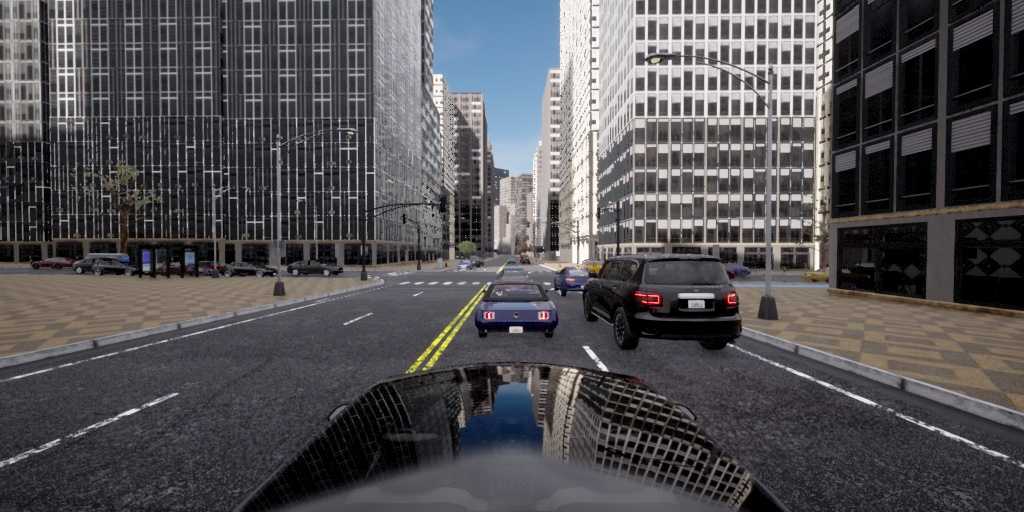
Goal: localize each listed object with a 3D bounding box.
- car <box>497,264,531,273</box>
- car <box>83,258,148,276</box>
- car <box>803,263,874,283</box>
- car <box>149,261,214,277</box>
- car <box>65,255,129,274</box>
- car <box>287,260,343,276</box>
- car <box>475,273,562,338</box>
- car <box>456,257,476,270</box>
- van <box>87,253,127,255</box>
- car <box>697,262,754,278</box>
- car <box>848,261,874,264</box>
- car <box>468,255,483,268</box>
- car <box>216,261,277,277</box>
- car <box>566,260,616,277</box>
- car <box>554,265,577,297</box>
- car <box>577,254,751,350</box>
[{"bbox_3d":[0.084,1.305,18.903,1.994,1.385,4.181,0,0,0],"label":"car"},{"bbox_3d":[-34.127,1.069,31.437,4.313,1.339,1.948,0,0,1],"label":"car"},{"bbox_3d":[27.612,1.579,30.471,4.829,1.417,1.751,0,0,1],"label":"car"},{"bbox_3d":[-28.447,1.138,31.270,4.207,1.307,1.802,0,0,1],"label":"car"},{"bbox_3d":[-38.791,0.923,34.165,4.892,1.490,1.837,1,1,1],"label":"car"},{"bbox_3d":[-18.472,1.108,33.765,4.892,1.490,1.837,1,1,1],"label":"car"},{"bbox_3d":[0.093,1.347,10.166,1.895,1.301,4.718,0,0,0],"label":"car"},{"bbox_3d":[-6.641,1.241,51.190,1.812,1.442,4.674,0,0,-2],"label":"car"},{"bbox_3d":[-45.328,0.605,40.086,3.998,1.789,1.690,0,0,1],"label":"van"},{"bbox_3d":[21.565,1.433,36.350,4.674,1.442,1.812,1,1,1],"label":"car"},{"bbox_3d":[34.742,1.375,36.120,4.553,1.767,2.097,0,1,1],"label":"car"},{"bbox_3d":[-6.636,0.925,61.153,2.150,2.045,5.566,0,0,0],"label":"car"},{"bbox_3d":[-22.762,1.174,31.142,4.313,1.339,1.948,0,0,1],"label":"car"},{"bbox_3d":[8.243,1.255,37.352,5.008,1.535,1.882,1,2,15],"label":"car"},{"bbox_3d":[3.332,1.267,18.896,1.812,1.442,4.674,0,0,0],"label":"car"},{"bbox_3d":[3.343,0.968,9.204,2.150,2.045,5.566,0,0,0],"label":"car"}]
